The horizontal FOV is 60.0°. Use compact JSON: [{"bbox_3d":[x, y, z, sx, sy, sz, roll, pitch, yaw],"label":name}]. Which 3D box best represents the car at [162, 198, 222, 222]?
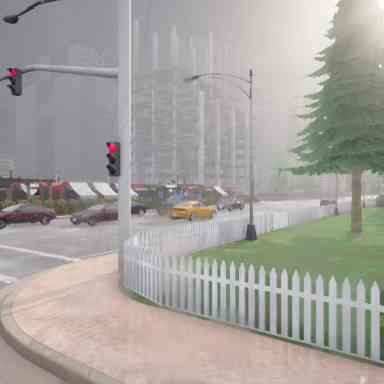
[{"bbox_3d":[0.097,1.477,26.430,1.882,1.535,5.008,0,0,34],"label":"car"}]

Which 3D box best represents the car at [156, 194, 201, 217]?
[{"bbox_3d":[-1.021,1.221,31.405,2.150,2.045,5.566,0,0,34],"label":"car"}]

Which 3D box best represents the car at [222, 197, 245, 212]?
[{"bbox_3d":[4.616,1.492,39.743,2.128,1.511,4.902,0,0,34],"label":"car"}]

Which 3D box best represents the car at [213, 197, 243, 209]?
[{"bbox_3d":[5.132,1.492,46.721,2.128,1.511,4.902,0,0,34],"label":"car"}]

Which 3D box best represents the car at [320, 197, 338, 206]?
[{"bbox_3d":[21.054,1.526,51.286,1.812,1.442,4.674,0,0,34],"label":"car"}]

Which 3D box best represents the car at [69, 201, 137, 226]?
[{"bbox_3d":[-6.332,1.526,23.486,1.812,1.442,4.674,0,0,34],"label":"car"}]

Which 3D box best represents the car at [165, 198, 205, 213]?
[{"bbox_3d":[-0.683,1.492,38.154,2.128,1.511,4.902,0,0,34],"label":"car"}]

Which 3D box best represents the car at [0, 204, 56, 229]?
[{"bbox_3d":[-11.448,1.526,22.197,1.812,1.442,4.674,0,0,36],"label":"car"}]

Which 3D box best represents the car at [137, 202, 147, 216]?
[{"bbox_3d":[-6.227,1.478,29.942,1.882,1.535,5.008,0,0,34],"label":"car"}]
